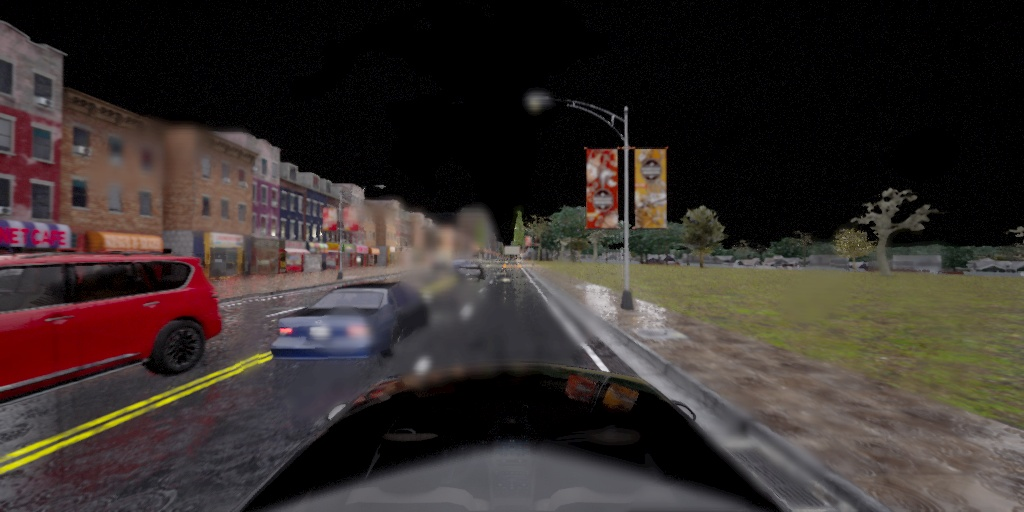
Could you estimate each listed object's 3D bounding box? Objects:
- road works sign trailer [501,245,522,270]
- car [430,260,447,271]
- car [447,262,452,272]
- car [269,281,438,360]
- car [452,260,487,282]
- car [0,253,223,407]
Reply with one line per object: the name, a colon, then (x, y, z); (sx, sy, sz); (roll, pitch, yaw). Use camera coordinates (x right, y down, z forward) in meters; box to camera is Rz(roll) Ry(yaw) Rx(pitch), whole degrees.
road works sign trailer: (0.017, 0.221, 51.754); (2.380, 3.560, 2.880); (0, 0, 0)
car: (-9.799, 1.304, 49.510); (2.033, 1.411, 5.357); (0, 0, 0)
car: (-6.567, 1.235, 45.851); (1.882, 1.535, 5.008); (0, 0, 0)
car: (-3.147, 1.300, 8.409); (2.033, 1.411, 5.357); (0, 0, 0)
car: (-3.140, 1.249, 28.733); (2.128, 1.511, 4.902); (0, 0, 0)
car: (-6.599, 0.973, 4.520); (2.150, 2.045, 5.566); (0, 0, 0)
